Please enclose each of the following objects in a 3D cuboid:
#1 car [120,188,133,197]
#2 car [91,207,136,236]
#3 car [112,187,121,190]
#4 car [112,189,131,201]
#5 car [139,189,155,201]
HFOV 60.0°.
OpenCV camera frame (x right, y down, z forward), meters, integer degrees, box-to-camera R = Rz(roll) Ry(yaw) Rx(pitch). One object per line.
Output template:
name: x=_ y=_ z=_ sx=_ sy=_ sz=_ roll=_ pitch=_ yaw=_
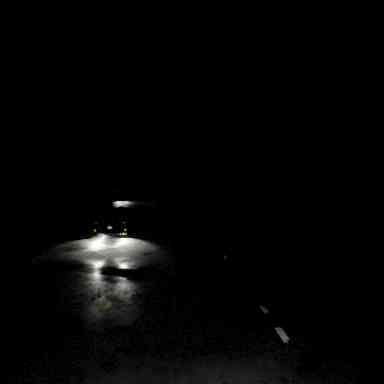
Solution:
car: x=-14.603 y=0.336 z=75.383 sx=2.033 sy=1.411 sz=5.357 roll=-2 pitch=2 yaw=-18
car: x=-4.122 y=1.502 z=17.906 sx=1.994 sy=1.385 sz=4.181 roll=0 pitch=0 yaw=-6
car: x=-21.007 y=-0.585 z=93.237 sx=2.097 sy=1.767 sz=4.553 roll=-2 pitch=3 yaw=-26
car: x=-12.576 y=0.787 z=59.150 sx=2.128 sy=1.511 sz=4.902 roll=-2 pitch=2 yaw=-17
car: x=-7.912 y=0.464 z=58.016 sx=2.150 sy=2.045 sz=5.566 roll=-2 pitch=2 yaw=-17
